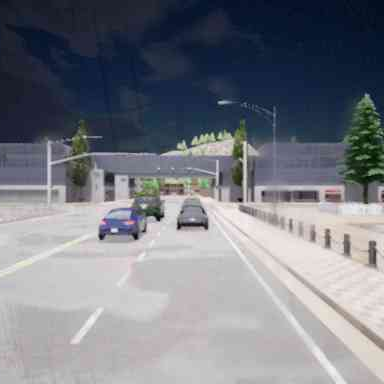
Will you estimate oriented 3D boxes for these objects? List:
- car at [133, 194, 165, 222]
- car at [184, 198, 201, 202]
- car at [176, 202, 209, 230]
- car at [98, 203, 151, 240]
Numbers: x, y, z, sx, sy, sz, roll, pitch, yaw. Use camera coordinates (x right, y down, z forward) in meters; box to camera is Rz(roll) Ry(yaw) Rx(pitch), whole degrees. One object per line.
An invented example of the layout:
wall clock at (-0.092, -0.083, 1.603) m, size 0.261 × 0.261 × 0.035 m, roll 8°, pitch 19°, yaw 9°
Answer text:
car at (-3.401, 1.187, 26.469) m, size 2.150 × 2.045 × 5.566 m, roll 0°, pitch 0°, yaw 0°
car at (0.034, 1.313, 29.697) m, size 2.097 × 1.767 × 4.553 m, roll 0°, pitch 0°, yaw 0°
car at (0.069, 1.536, 21.065) m, size 1.994 × 1.385 × 4.181 m, roll 0°, pitch 0°, yaw 1°
car at (-3.392, 1.504, 16.797) m, size 1.812 × 1.442 × 4.674 m, roll 0°, pitch 0°, yaw 0°
